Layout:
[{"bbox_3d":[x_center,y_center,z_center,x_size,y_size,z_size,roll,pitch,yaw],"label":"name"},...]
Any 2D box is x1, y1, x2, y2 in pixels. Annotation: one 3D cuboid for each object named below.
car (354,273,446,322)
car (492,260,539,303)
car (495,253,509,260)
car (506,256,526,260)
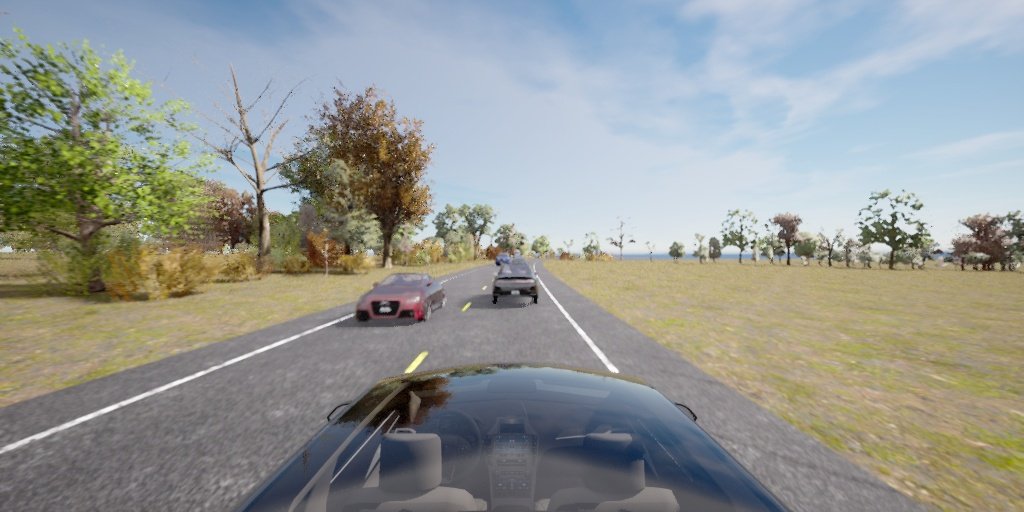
[{"bbox_3d":[-3.447,1.249,11.784,1.994,1.385,4.181,0,0,1],"label":"car"},{"bbox_3d":[0.164,1.128,15.761,2.128,1.511,4.902,0,1,1],"label":"car"},{"bbox_3d":[-1.515,0.578,61.124,2.150,2.045,5.566,0,0,4],"label":"car"},{"bbox_3d":[0.711,0.997,35.832,1.837,1.490,4.892,0,0,2],"label":"car"}]
